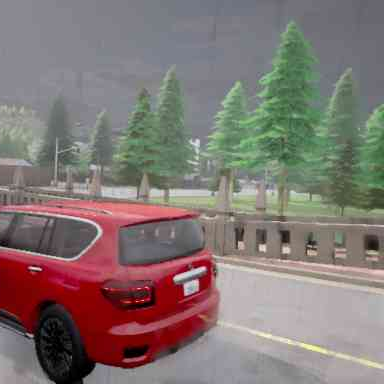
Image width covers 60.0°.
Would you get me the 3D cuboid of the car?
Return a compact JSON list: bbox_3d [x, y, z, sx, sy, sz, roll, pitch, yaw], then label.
[{"bbox_3d":[-2.193,1.161,5.543,5.566,2.045,2.150,2,1,35],"label":"car"}]
